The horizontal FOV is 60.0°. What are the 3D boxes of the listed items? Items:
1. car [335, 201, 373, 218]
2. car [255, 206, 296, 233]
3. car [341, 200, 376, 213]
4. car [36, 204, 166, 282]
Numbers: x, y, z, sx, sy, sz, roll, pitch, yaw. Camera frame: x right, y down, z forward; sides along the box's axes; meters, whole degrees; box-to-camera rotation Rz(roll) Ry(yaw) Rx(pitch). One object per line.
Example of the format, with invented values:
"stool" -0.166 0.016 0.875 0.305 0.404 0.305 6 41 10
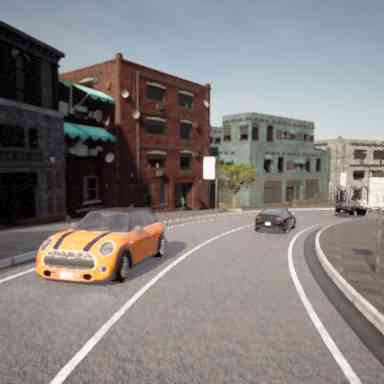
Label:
"car" 17.420 1.879 36.123 5.008 1.535 1.882 2 3 -41
"car" 5.137 1.590 20.247 1.812 1.442 4.674 2 1 25
"car" 22.061 1.869 43.978 4.674 1.442 1.812 2 3 -32
"car" -2.305 1.267 9.641 2.097 1.767 4.553 1 1 13
